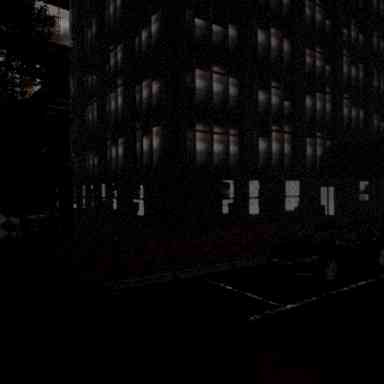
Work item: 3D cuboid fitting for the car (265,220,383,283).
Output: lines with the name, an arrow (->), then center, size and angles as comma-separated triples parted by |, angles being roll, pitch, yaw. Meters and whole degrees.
car -> 3.950, 1.510, 9.412 | 4.403, 1.369, 2.008 | 0, 0, -36

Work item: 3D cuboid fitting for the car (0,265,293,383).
car -> -1.741, 1.479, 2.133 | 5.008, 1.535, 1.882 | 0, 0, -36
